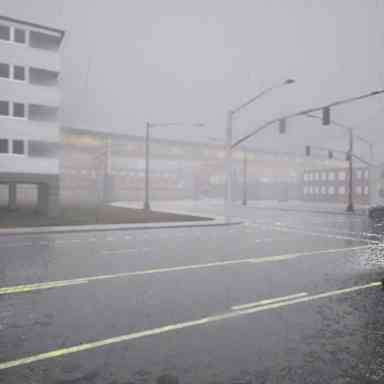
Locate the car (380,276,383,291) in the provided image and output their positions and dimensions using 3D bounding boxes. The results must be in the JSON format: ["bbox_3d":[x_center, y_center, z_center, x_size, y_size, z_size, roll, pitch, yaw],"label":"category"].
[{"bbox_3d":[6.450,1.639,7.367,5.357,1.411,2.033,1,0,-31],"label":"car"}]

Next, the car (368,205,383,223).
[{"bbox_3d":[16.295,1.438,25.382,2.150,2.045,5.566,1,0,-18],"label":"car"}]
